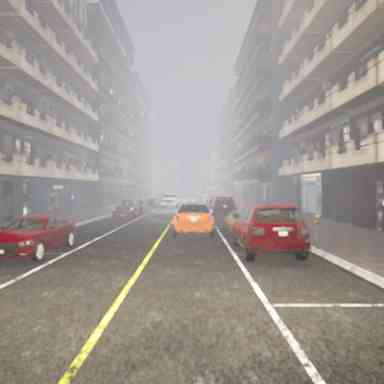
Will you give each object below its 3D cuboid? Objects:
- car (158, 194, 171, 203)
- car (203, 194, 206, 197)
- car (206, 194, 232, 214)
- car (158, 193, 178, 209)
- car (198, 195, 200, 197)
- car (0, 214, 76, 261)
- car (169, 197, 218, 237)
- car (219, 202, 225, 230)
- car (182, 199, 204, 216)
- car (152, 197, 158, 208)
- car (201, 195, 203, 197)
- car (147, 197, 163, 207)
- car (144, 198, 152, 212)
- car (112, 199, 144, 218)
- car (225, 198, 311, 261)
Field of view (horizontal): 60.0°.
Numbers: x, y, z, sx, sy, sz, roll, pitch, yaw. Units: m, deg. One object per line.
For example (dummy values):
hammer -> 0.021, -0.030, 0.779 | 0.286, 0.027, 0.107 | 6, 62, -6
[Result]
car -> -5.719, 1.259, 68.980 | 2.192, 1.841, 5.009 | -1, 0, 0
car -> 2.669, 1.278, 34.870 | 2.192, 1.841, 5.009 | -1, 0, 0
car -> 2.670, 1.283, 29.186 | 2.192, 1.841, 5.009 | -1, 0, 0
car -> -3.038, 1.177, 46.103 | 2.150, 2.045, 5.566 | 0, 0, 1
car -> 2.661, 1.493, 86.032 | 2.008, 1.369, 4.403 | -1, 0, 0
car -> -5.703, 1.529, 12.133 | 1.887, 1.381, 4.507 | -1, 0, 0
car -> 0.084, 1.331, 17.962 | 2.097, 1.767, 4.553 | 0, 0, 0
car -> 2.675, 1.504, 17.986 | 1.752, 1.417, 4.829 | -1, 0, 0
car -> 0.090, 1.511, 33.683 | 2.033, 1.411, 5.357 | 0, 0, 0
car -> -5.710, 1.519, 46.242 | 1.947, 1.339, 4.313 | -1, 0, 0
car -> 2.668, 1.476, 52.094 | 1.752, 1.417, 4.829 | -1, 0, 0
car -> -5.711, 1.516, 51.926 | 1.947, 1.339, 4.313 | -1, 0, 0
car -> -5.708, 1.506, 34.872 | 1.887, 1.381, 4.507 | -1, 0, 0
car -> -5.708, 1.407, 29.187 | 1.967, 1.590, 4.097 | -1, 0, 0
car -> 2.674, 1.300, 12.132 | 2.192, 1.841, 5.009 | -1, 0, 0
